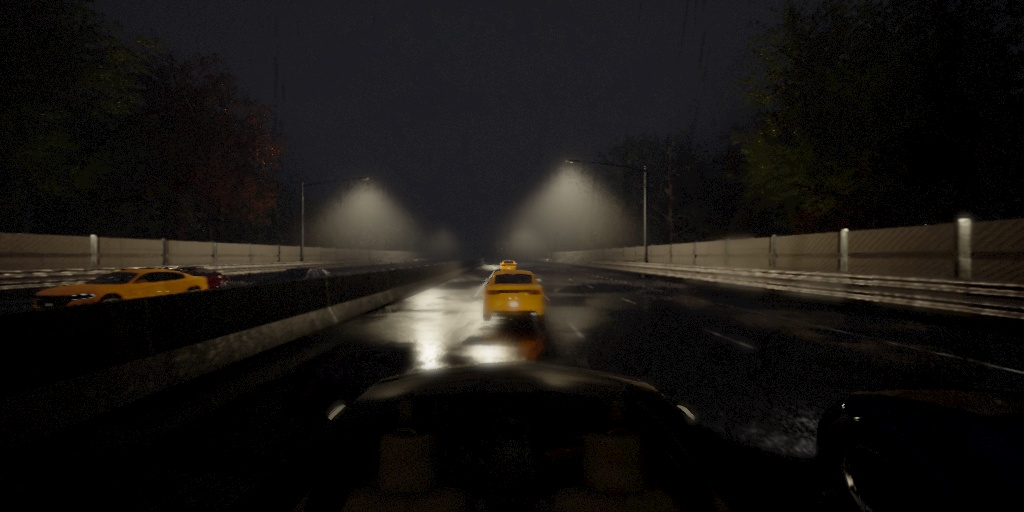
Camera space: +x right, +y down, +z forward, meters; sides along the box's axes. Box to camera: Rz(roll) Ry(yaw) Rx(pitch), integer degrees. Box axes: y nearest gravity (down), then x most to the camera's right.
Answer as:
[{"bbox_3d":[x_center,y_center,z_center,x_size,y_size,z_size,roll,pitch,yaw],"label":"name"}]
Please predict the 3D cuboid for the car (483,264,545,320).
[{"bbox_3d":[0.052,1.232,12.679,1.882,1.535,5.008,0,0,0],"label":"car"}]

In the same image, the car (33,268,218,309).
[{"bbox_3d":[-14.110,1.233,13.426,1.882,1.535,5.008,0,0,0],"label":"car"}]

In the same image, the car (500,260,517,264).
[{"bbox_3d":[-0.422,1.244,43.519,1.882,1.535,5.008,0,0,-1],"label":"car"}]

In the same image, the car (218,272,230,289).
[{"bbox_3d":[-17.602,1.323,19.400,1.994,1.385,4.181,0,0,-1],"label":"car"}]

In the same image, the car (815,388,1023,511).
[{"bbox_3d":[3.592,1.313,1.321,1.994,1.385,4.181,0,0,0],"label":"car"}]

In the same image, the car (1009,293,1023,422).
[{"bbox_3d":[7.093,1.227,1.931,1.882,1.535,5.008,0,0,0],"label":"car"}]

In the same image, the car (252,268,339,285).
[{"bbox_3d":[-10.603,1.304,18.096,2.033,1.411,5.357,0,0,0],"label":"car"}]
